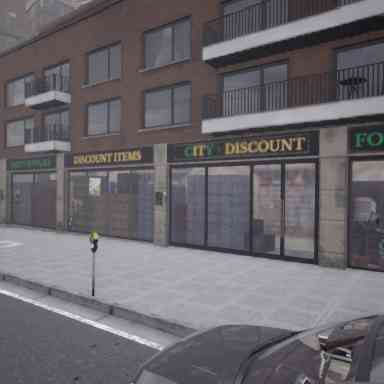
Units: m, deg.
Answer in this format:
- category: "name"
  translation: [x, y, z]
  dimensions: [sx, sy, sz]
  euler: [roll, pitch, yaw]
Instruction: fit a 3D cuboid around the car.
- category: "car"
  translation: [1.447, 1.551, 2.040]
  dimensions: [4.403, 1.369, 2.008]
  euler: [0, 1, 35]
